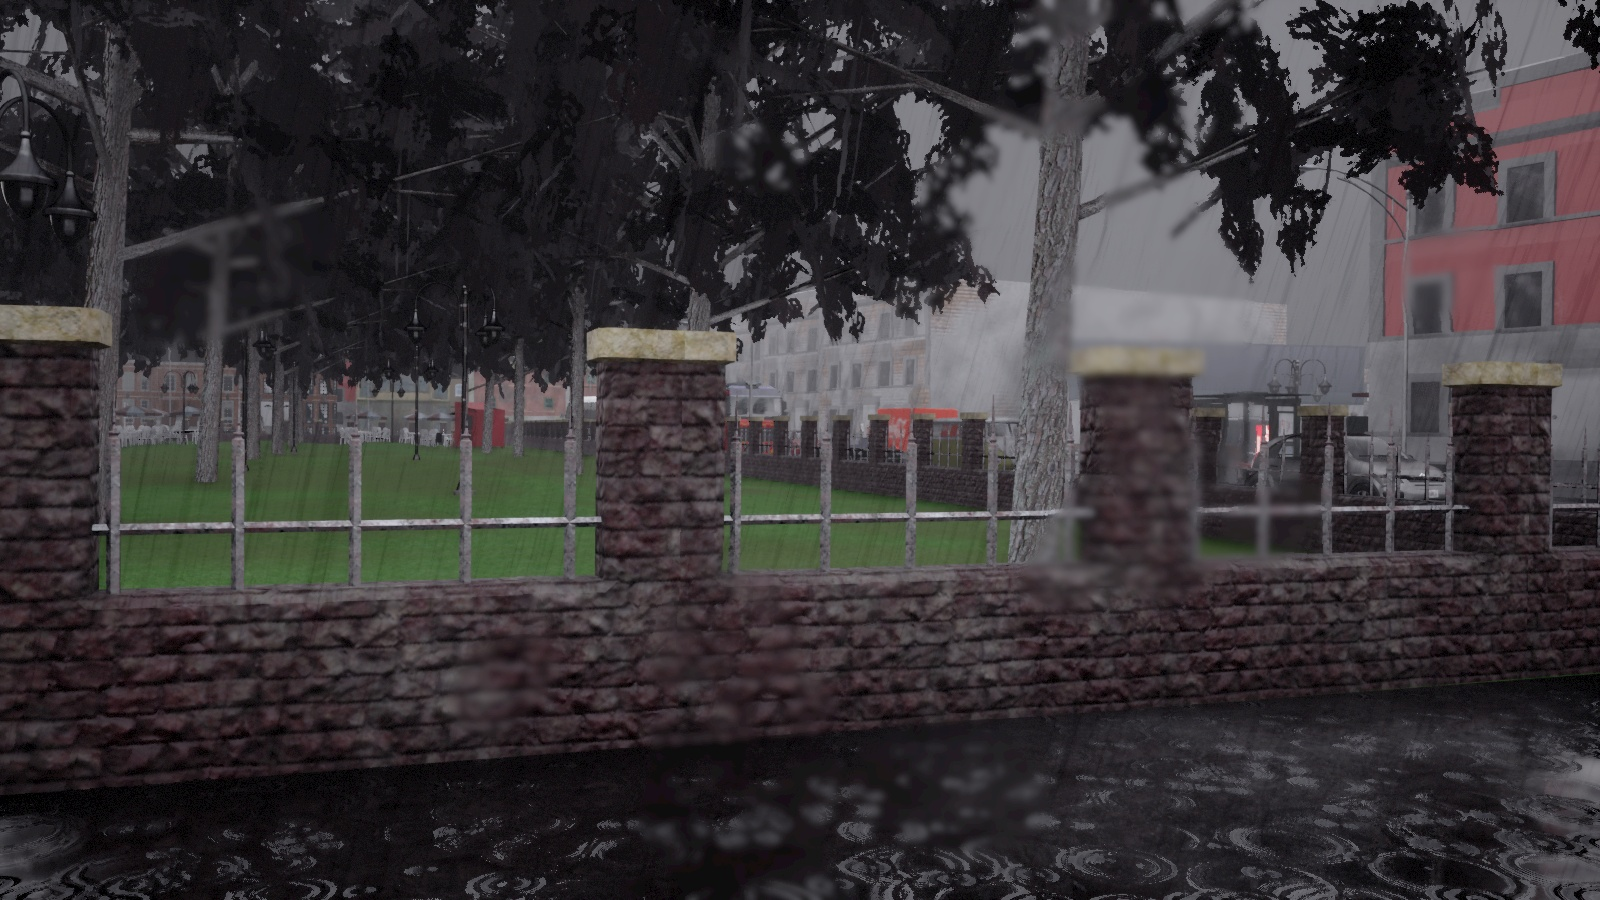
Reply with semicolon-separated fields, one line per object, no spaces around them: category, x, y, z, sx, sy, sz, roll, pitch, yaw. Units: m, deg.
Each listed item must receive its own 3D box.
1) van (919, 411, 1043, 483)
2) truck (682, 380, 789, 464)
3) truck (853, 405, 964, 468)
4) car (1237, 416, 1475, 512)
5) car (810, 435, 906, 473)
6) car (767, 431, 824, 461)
van;5.323;-0.116;37.445;1.775;1.987;4.442;-1;1;-20
truck;-3.336;-1.335;61.745;2.891;3.827;8.468;-1;1;-20
truck;4.402;-0.582;51.960;2.627;2.467;5.204;-1;1;-20
car;10.278;0.202;23.553;1.851;1.617;3.988;-1;1;-19
car;2.086;0.118;46.563;1.895;1.301;4.718;-1;1;-20
car;-0.258;-0.244;65.072;1.845;1.501;3.633;-1;1;-20
